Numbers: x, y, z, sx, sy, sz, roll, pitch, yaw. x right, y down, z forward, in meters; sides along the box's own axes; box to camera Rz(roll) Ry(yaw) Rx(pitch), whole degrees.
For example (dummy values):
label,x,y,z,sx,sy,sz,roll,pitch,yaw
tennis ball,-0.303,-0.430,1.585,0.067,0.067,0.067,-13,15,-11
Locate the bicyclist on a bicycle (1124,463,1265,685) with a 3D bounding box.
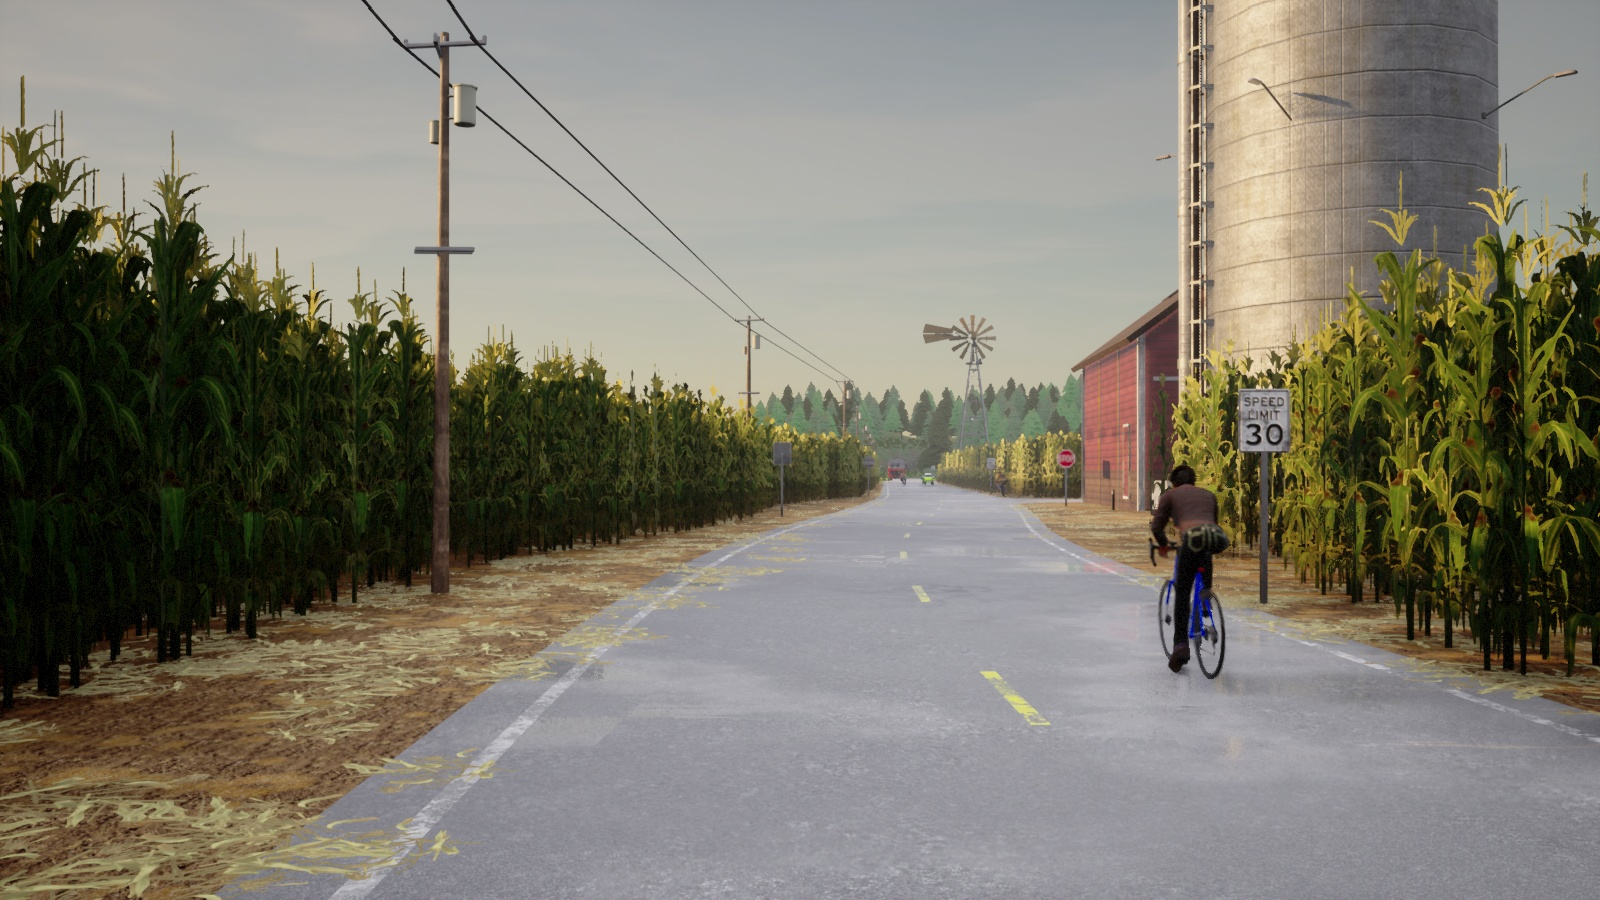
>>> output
label,x,y,z,sx,sy,sz,roll,pitch,yaw
bicyclist on a bicycle,3.102,0.923,10.019,0.582,1.620,1.656,0,-1,0
